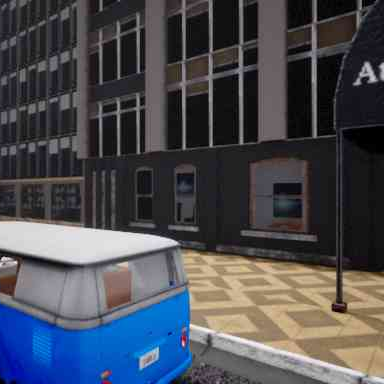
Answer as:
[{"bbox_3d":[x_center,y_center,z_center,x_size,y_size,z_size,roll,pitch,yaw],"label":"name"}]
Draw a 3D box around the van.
[{"bbox_3d":[-1.912,1.341,4.233,3.998,1.788,1.690,0,0,35],"label":"van"}]
